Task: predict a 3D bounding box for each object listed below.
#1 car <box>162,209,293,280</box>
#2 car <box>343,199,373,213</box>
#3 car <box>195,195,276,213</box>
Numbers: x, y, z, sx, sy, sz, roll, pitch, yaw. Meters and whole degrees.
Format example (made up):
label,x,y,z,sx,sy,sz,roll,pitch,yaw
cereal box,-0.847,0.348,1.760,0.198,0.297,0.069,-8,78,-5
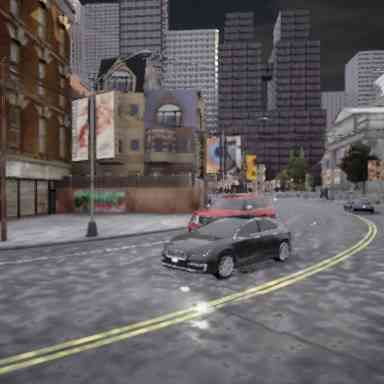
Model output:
label,x,y,z,sx,sy,sz,roll,pitch,yaw
car,1.275,1.475,10.082,1.837,1.490,4.892,0,0,45
car,17.501,1.425,35.199,1.994,1.385,4.181,0,0,9
car,2.188,1.174,16.138,2.150,2.045,5.566,0,0,38
